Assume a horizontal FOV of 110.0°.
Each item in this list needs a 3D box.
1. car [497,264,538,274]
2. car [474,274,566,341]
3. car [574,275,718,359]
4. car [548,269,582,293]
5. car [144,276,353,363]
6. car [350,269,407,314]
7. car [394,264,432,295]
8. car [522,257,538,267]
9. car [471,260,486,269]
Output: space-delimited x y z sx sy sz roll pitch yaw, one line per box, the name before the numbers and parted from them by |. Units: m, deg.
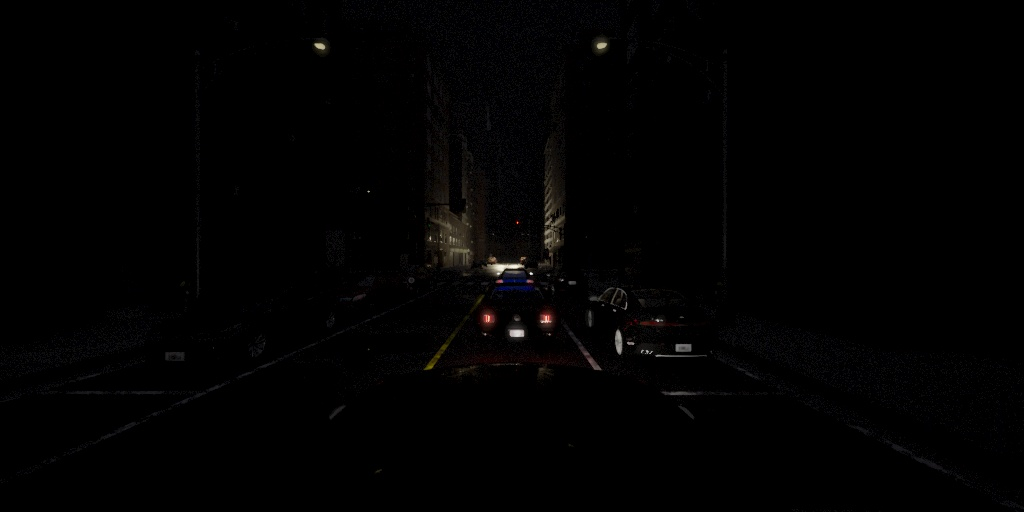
car | 0.145 1.315 18.556 1.994 1.385 4.181 0 0 1
car | 0.118 1.351 9.797 1.895 1.301 4.718 0 0 0
car | 2.875 1.300 8.172 2.007 1.370 4.403 0 0 0
car | 2.907 1.316 19.175 1.948 1.339 4.313 0 0 0
car | -5.650 1.315 8.197 1.948 1.339 4.313 0 0 0
car | -5.635 1.332 13.698 1.802 1.307 4.207 0 0 0
car | -5.619 1.190 19.200 1.967 1.591 4.097 0 0 0
car | 3.048 1.226 56.264 1.967 1.591 4.097 0 0 0
car | -5.477 1.367 56.301 1.802 1.307 4.207 0 0 0
